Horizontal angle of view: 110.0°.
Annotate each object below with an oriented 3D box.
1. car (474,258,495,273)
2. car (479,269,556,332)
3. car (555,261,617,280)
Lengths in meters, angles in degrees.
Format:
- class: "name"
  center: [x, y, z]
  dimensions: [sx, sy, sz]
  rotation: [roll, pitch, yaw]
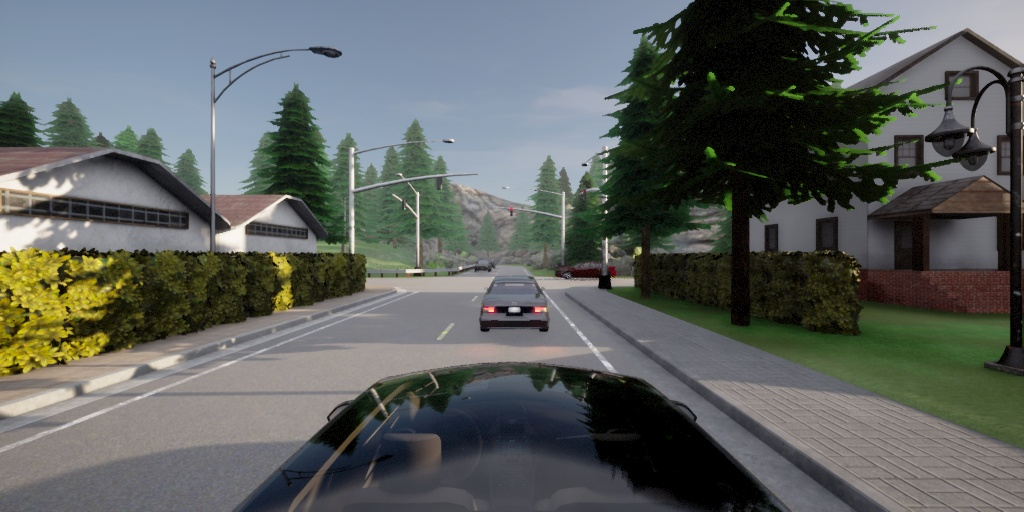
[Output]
- class: "car"
  center: [-3.583, 1.228, 44.913]
  dimensions: [1.882, 1.535, 5.008]
  rotation: [0, 0, 0]
- class: "car"
  center: [0.071, 1.297, 10.848]
  dimensions: [2.033, 1.411, 5.357]
  rotation: [0, 0, 0]
- class: "car"
  center: [6.143, 1.212, 29.993]
  dimensions: [5.008, 1.535, 1.882]
  rotation: [0, 0, 0]
